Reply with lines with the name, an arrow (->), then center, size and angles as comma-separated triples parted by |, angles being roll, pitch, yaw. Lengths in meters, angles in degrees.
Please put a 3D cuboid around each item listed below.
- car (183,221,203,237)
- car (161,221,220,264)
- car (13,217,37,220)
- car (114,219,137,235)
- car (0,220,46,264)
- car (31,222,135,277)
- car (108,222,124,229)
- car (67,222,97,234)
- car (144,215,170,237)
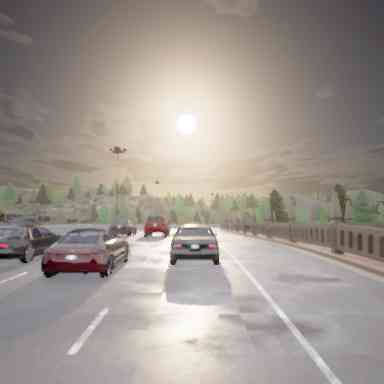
car -> 0.101, 3.752, 33.963 | 1.837, 1.490, 4.892 | 0, -5, 0
car -> 0.100, 2.025, 13.601 | 2.033, 1.411, 5.357 | 0, -4, 0
car -> -21.086, 4.159, 41.326 | 2.150, 2.045, 5.566 | 0, -5, 0
car -> -6.900, 3.570, 33.669 | 2.097, 1.767, 4.553 | 0, -5, 0
car -> -6.900, 2.027, 13.646 | 2.033, 1.411, 5.357 | 0, -4, 0
car -> -3.400, 1.915, 11.369 | 1.994, 1.385, 4.181 | 0, -3, 0
car -> -16.761, 7.425, 73.446 | 1.882, 1.535, 5.008 | 0, -5, 5
car -> -14.081, 4.638, 42.912 | 2.033, 1.411, 5.357 | 0, -5, 0
car -> -3.399, 3.394, 33.183 | 2.150, 2.045, 5.566 | 0, -5, 0
